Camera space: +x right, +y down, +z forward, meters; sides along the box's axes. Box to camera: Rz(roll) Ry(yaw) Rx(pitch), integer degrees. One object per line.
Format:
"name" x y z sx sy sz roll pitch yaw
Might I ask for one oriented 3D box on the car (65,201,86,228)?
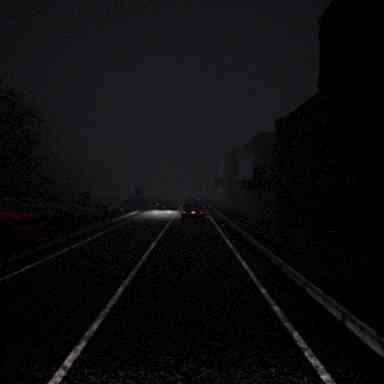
"car" -9.339 1.514 19.949 4.892 1.521 2.231 0 0 0

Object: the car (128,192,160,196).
"car" -9.554 1.274 65.537 5.366 1.575 1.946 0 0 0

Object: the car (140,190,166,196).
"car" -9.291 1.005 74.012 5.566 2.045 2.435 0 0 0

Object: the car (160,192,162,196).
"car" -9.347 1.270 68.362 5.008 1.535 2.097 0 0 0

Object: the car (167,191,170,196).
"car" -9.215 1.092 90.987 5.008 1.535 2.097 0 1 0

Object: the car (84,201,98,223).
"car" -9.308 1.541 22.732 4.792 1.488 2.163 0 0 0

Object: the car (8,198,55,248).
"car" -9.335 1.265 14.382 5.566 2.045 2.435 0 0 0

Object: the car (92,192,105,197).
"car" -21.920 1.263 71.220 4.892 1.521 2.231 0 0 0

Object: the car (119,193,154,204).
"car" -9.448 1.327 57.058 4.792 1.488 2.163 0 0 0

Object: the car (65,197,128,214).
"car" -9.125 1.504 31.081 5.366 1.575 1.946 0 0 0

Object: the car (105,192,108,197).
"car" -21.868 1.285 73.918 4.792 1.488 2.163 0 0 0

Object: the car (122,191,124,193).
"car" -21.824 1.121 91.007 4.792 1.488 2.163 0 1 0

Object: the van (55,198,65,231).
"van" -9.238 1.289 17.041 4.442 1.987 1.878 0 0 0

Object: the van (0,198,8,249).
"van" -9.255 1.292 11.599 4.442 1.987 1.878 0 0 0

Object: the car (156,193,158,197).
"car" -9.388 1.324 62.710 4.674 1.452 2.002 0 0 0

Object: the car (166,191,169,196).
"car" -9.234 1.189 88.163 4.674 1.452 2.002 0 1 0

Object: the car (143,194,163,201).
"car" -9.289 1.283 79.664 4.674 1.452 2.002 0 0 0

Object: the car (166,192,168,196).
"car" -9.256 1.240 85.329 4.674 1.452 2.002 0 1 0

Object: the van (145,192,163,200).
"van" -9.387 1.006 82.369 4.442 1.987 1.878 0 0 0

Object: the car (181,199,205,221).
"car" 0.091 1.524 26.533 2.033 1.411 5.357 0 0 0

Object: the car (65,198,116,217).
"car" -9.348 1.538 28.299 4.792 1.488 2.163 0 0 0

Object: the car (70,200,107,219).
"car" -9.331 1.550 25.516 4.674 1.452 2.002 0 0 0

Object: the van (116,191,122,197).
"van" -21.691 0.922 88.176 4.442 1.987 1.878 0 1 0

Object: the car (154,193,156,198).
"car" -9.404 1.331 59.885 4.674 1.452 2.002 0 0 0

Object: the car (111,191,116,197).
"car" -21.835 0.990 79.565 5.566 2.045 2.435 0 0 0

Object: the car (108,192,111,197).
"car" -21.851 1.278 76.742 4.792 1.488 2.163 0 0 0

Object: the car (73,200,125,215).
"car" -9.317 1.546 33.724 4.674 1.452 2.002 -1 0 1

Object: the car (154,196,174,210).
"car" -3.355 1.554 42.163 1.895 1.301 4.718 0 0 0

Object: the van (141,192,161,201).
"van" -9.420 1.024 76.839 4.442 1.987 1.878 0 0 0
